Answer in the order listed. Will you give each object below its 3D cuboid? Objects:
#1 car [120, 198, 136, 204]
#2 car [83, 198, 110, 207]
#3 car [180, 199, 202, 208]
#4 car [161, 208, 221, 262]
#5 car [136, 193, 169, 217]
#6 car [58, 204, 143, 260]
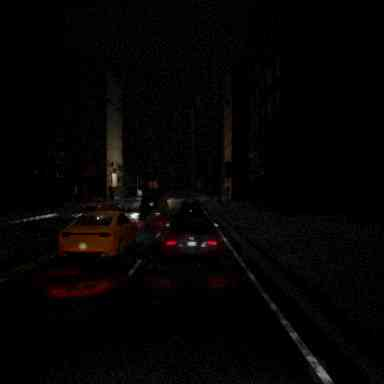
[{"bbox_3d":[-6.822,1.427,36.615,1.812,1.442,4.674,0,0,0],"label":"car"},{"bbox_3d":[-10.064,1.384,35.398,1.882,1.535,5.008,0,0,0],"label":"car"},{"bbox_3d":[-0.110,1.410,31.330,2.128,1.511,4.902,0,0,0],"label":"car"},{"bbox_3d":[-0.007,1.523,12.001,2.033,1.411,5.357,0,0,0],"label":"car"},{"bbox_3d":[-3.352,1.140,30.114,2.150,2.045,5.566,0,0,0],"label":"car"},{"bbox_3d":[-3.258,1.452,12.396,1.882,1.535,5.008,0,0,0],"label":"car"}]
